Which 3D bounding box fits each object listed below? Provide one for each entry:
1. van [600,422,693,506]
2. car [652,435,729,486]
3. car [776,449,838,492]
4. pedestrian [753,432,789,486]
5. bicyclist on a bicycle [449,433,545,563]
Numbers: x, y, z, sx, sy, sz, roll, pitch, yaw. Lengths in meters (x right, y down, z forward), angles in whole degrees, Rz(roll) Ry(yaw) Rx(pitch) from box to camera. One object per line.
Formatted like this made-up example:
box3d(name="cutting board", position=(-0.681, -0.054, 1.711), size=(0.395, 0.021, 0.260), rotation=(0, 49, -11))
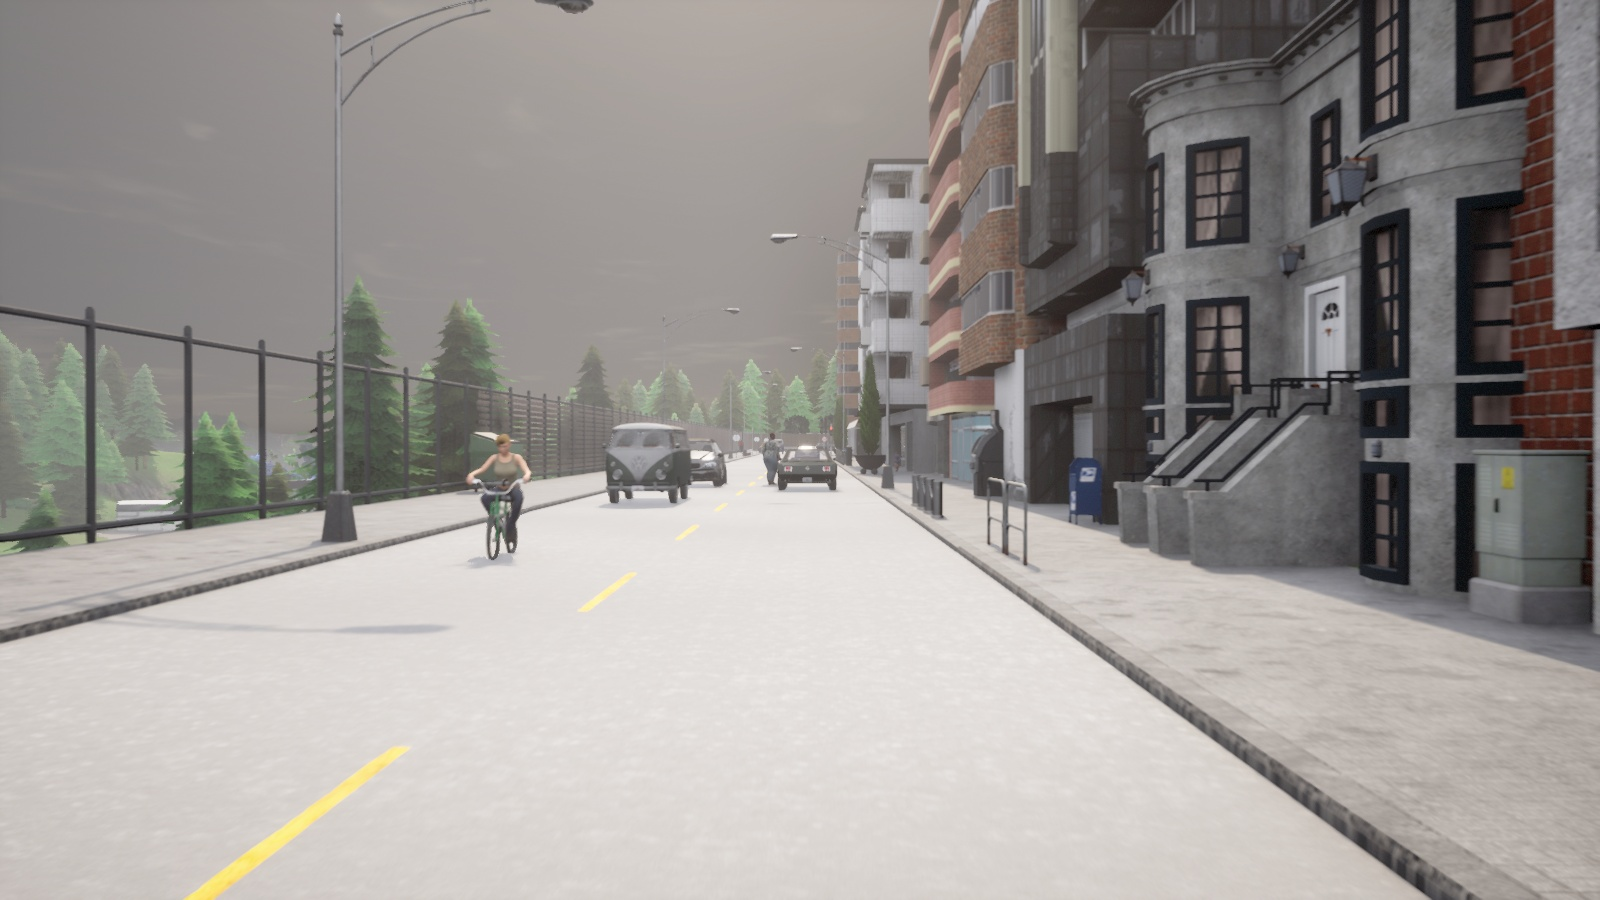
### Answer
box3d(name="van", position=(-3.807, 0.317, 31.740), size=(1.775, 1.987, 4.442), rotation=(0, 0, 0))
box3d(name="car", position=(-3.740, 0.341, 43.753), size=(2.242, 1.667, 4.611), rotation=(0, 0, 0))
box3d(name="car", position=(0.241, 0.618, 40.712), size=(1.895, 1.301, 4.718), rotation=(0, 0, 0))
box3d(name="pedestrian", position=(-1.006, 0.295, 43.820), size=(0.874, 1.855, 0.900), rotation=(0, 0, 45))
box3d(name="bicyclist on a bicycle", position=(-3.889, 0.588, 16.240), size=(0.866, 1.612, 1.509), rotation=(0, 0, 1))
